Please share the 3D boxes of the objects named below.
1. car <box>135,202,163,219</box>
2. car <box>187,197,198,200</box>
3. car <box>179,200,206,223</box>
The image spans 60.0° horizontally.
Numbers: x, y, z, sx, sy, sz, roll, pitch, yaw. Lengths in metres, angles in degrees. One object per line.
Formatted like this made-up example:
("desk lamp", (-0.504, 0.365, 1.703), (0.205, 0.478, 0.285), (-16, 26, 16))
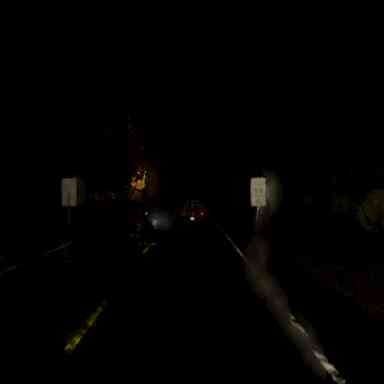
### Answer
("car", (-3.571, 1.499, 28.098), (1.994, 1.385, 4.181), (0, 0, 0))
("car", (0.079, 1.418, 44.286), (2.128, 1.511, 4.902), (0, 0, 0))
("car", (0.048, 1.539, 25.154), (1.895, 1.301, 4.718), (0, 0, 0))
